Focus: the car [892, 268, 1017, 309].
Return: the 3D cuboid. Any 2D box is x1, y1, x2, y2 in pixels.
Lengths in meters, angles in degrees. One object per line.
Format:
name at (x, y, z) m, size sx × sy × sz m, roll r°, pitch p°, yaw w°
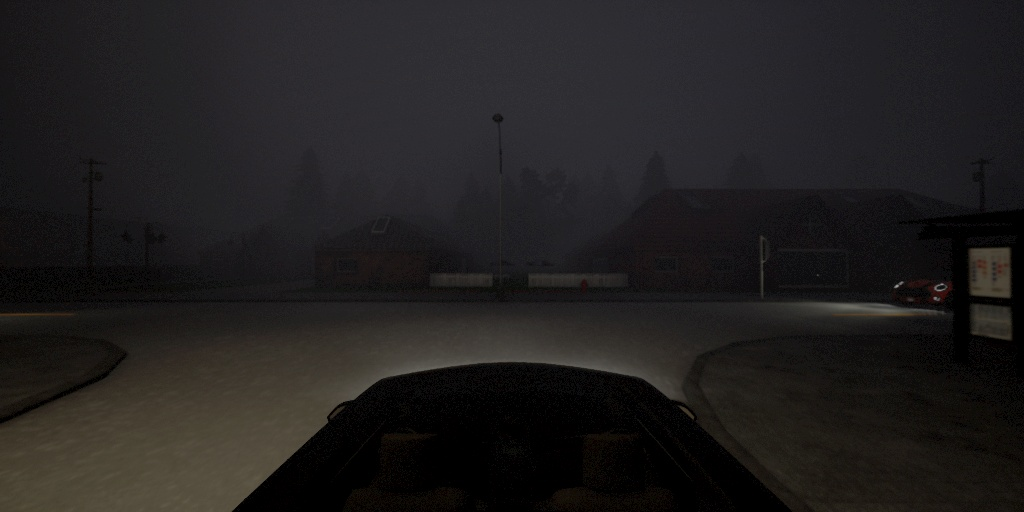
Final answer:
car at (19.218, 1.282, 15.294) m, size 4.553 × 1.767 × 2.097 m, roll 0°, pitch -1°, yaw 0°
